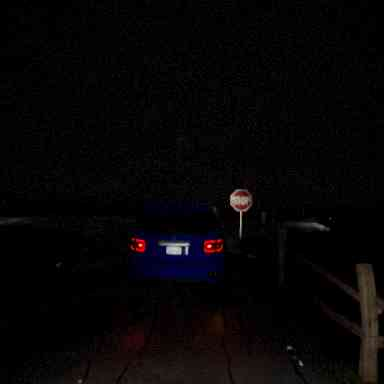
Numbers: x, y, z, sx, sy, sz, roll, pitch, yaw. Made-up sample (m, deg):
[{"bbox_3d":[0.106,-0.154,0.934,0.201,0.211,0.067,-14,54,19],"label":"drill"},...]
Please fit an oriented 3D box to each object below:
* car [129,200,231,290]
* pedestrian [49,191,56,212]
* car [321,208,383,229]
[{"bbox_3d":[-0.117,1.232,9.283,2.150,2.045,5.566,0,1,5],"label":"car"},{"bbox_3d":[-12.001,0.792,28.507,0.375,1.860,0.375,0,1,0],"label":"pedestrian"},{"bbox_3d":[12.818,1.922,25.352,5.357,1.411,2.033,2,3,0],"label":"car"}]
